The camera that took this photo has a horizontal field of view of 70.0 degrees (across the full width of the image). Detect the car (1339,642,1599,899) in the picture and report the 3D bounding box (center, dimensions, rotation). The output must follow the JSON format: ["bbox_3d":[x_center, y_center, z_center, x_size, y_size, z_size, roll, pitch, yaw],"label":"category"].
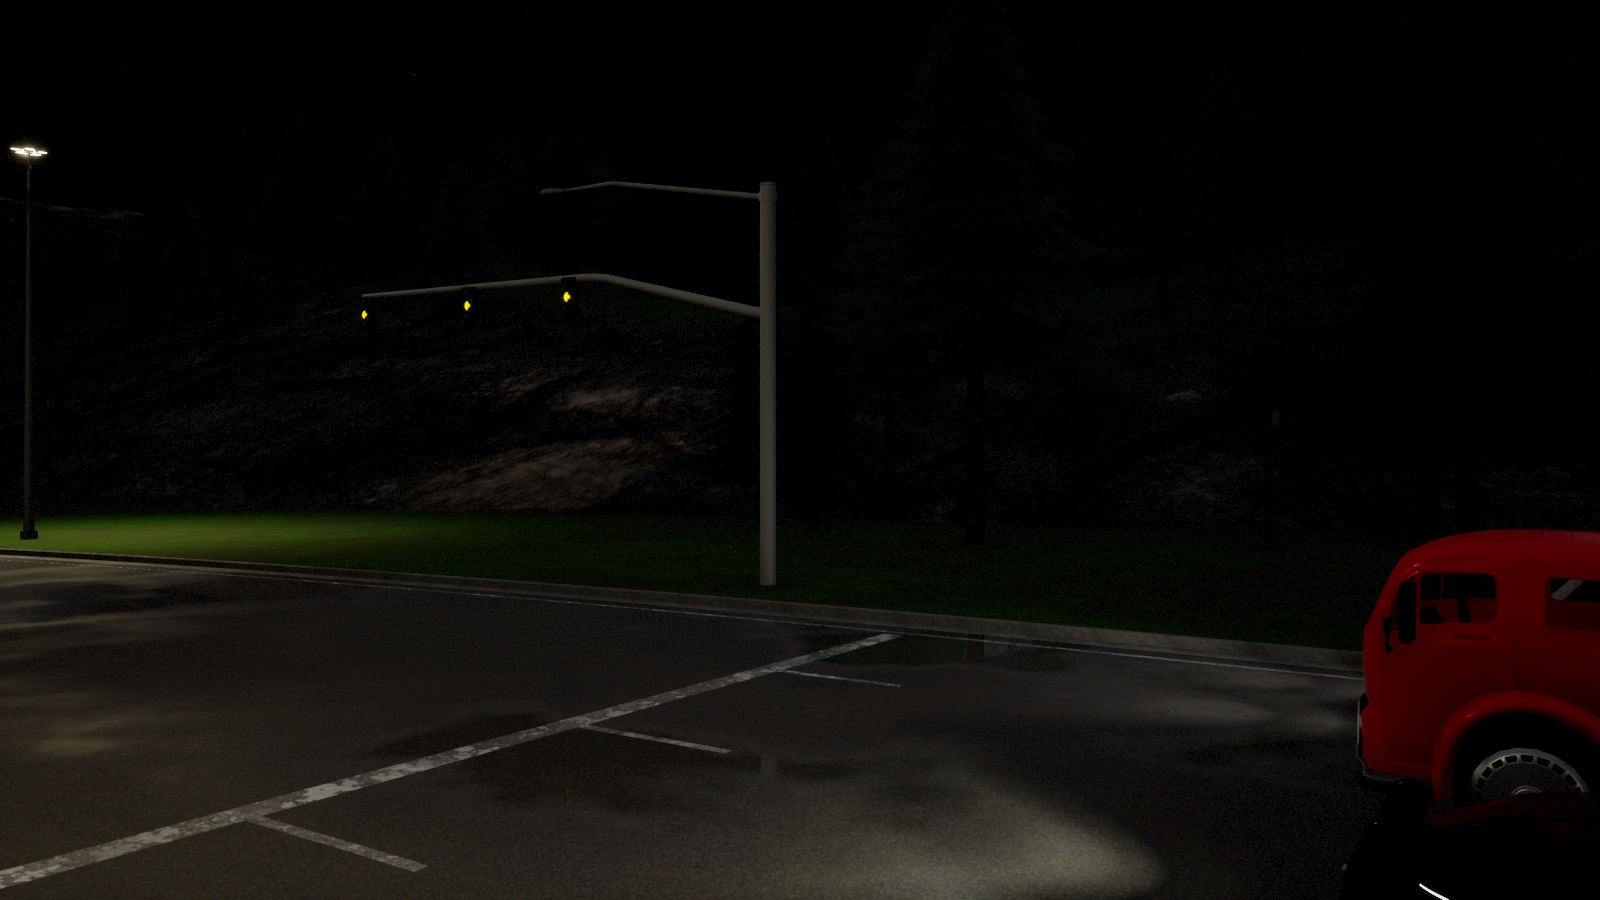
[{"bbox_3d":[5.200,1.982,4.552,5.238,1.638,2.097,0,0,35],"label":"car"}]

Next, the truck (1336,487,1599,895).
[{"bbox_3d":[6.669,1.567,7.667,5.204,2.467,2.627,0,0,34],"label":"truck"}]

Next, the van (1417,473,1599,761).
[{"bbox_3d":[9.028,1.534,10.264,5.915,2.561,1.988,0,0,36],"label":"van"}]
